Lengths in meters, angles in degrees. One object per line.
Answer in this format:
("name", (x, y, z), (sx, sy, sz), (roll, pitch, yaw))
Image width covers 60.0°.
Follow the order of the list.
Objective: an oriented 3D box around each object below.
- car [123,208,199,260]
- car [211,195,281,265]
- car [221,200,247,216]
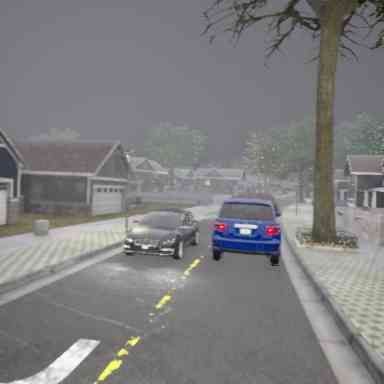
("car", (-0.917, 1.402, 12.286), (1.837, 1.490, 4.892), (3, 0, 11))
("car", (2.076, 1.261, 12.347), (2.150, 2.045, 5.566), (3, 0, 11))
("car", (4.411, 1.621, 34.627), (1.895, 1.301, 4.718), (3, 1, 16))
